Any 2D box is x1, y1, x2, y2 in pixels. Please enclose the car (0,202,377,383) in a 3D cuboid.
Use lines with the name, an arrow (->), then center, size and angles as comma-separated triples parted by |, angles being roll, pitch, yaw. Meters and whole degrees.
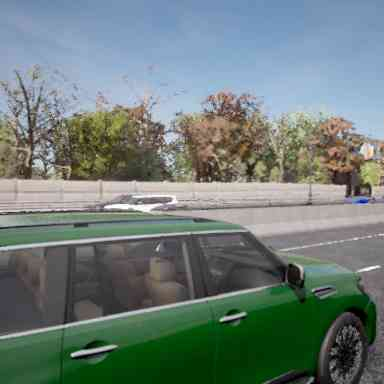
car -> -0.347, 1.220, 3.488 | 5.566, 2.045, 2.150 | 0, 0, -35

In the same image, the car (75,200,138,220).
car -> -7.348, 1.487, 28.847 | 4.902, 1.511, 2.128 | 0, 0, -36

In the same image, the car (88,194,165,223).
car -> -5.058, 1.217, 26.187 | 5.566, 2.045, 2.150 | 0, 0, -36

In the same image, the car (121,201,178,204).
car -> -1.503, 1.500, 20.123 | 4.892, 1.490, 1.837 | 0, 0, -36

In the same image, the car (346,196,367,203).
car -> 26.602, 1.473, 53.030 | 5.008, 1.535, 1.882 | 0, 0, -35

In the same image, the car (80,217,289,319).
car -> 0.031, 1.502, 8.071 | 4.892, 1.490, 1.837 | 0, 0, -36

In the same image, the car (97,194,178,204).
car -> -3.386, 1.217, 23.081 | 5.566, 2.045, 2.150 | 0, 0, -36

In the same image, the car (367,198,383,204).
car -> 28.963, 1.559, 50.427 | 4.181, 1.385, 1.994 | 0, 0, -35
